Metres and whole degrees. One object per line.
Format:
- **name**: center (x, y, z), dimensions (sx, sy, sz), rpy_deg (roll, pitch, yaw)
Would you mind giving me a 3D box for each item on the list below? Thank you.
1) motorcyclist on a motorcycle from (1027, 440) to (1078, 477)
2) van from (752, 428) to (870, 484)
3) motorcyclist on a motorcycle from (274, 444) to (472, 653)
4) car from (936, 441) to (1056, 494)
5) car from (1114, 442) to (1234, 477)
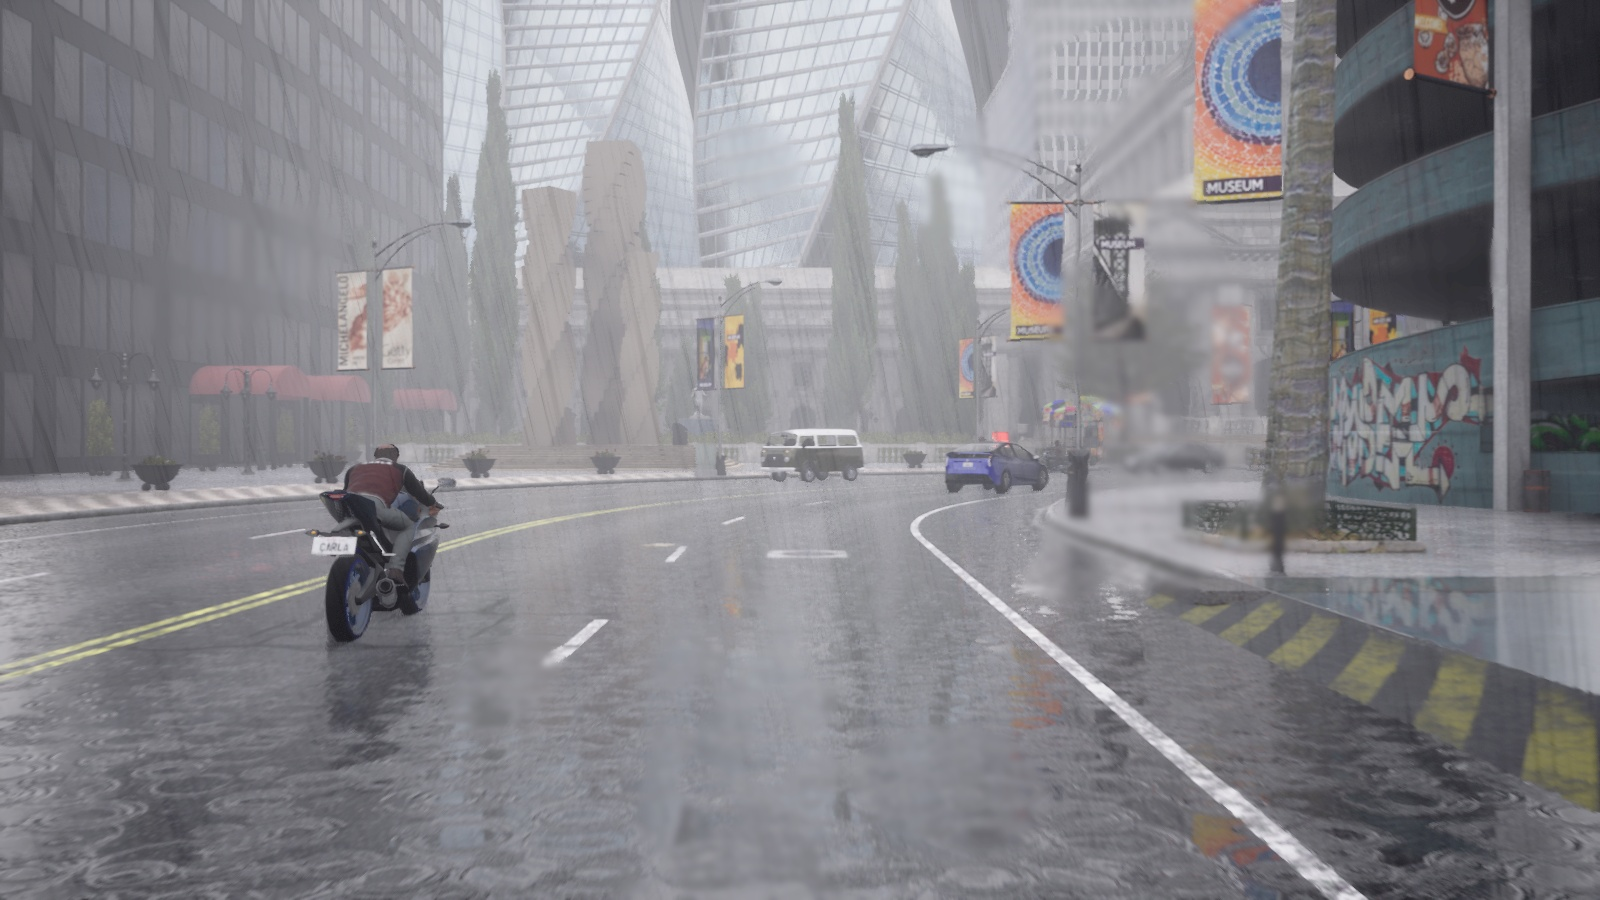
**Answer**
- **motorcyclist on a motorcycle**: center (11.544, 0.383, 57.428), dimensions (2.350, 1.649, 0.766), rpy_deg (0, 1, -30)
- **van**: center (0.469, 0.199, 48.118), dimensions (2.069, 2.038, 4.480), rpy_deg (0, 0, 42)
- **motorcyclist on a motorcycle**: center (-3.426, 0.720, 10.331), dimensions (0.866, 1.530, 2.191), rpy_deg (0, 0, 0)
- **car**: center (6.010, 0.483, 38.088), dimensions (2.007, 1.525, 4.514), rpy_deg (0, 0, 32)
- **car**: center (16.746, 0.399, 56.224), dimensions (4.902, 1.511, 2.128), rpy_deg (0, 0, -23)
